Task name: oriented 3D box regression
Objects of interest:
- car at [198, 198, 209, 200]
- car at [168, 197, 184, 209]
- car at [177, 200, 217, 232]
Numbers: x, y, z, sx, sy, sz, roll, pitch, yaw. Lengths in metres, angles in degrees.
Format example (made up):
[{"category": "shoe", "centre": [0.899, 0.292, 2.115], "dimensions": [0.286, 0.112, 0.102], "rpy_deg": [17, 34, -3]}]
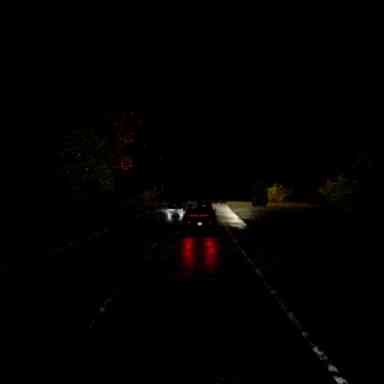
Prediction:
[{"category": "car", "centre": [1.375, 1.445, 38.512], "dimensions": [2.033, 1.411, 5.357], "rpy_deg": [0, 0, 4]}, {"category": "car", "centre": [-1.970, 1.390, 43.460], "dimensions": [1.837, 1.490, 4.892], "rpy_deg": [0, 0, 4]}, {"category": "car", "centre": [0.482, 1.442, 19.878], "dimensions": [2.128, 1.511, 4.902], "rpy_deg": [0, 0, 2]}]
